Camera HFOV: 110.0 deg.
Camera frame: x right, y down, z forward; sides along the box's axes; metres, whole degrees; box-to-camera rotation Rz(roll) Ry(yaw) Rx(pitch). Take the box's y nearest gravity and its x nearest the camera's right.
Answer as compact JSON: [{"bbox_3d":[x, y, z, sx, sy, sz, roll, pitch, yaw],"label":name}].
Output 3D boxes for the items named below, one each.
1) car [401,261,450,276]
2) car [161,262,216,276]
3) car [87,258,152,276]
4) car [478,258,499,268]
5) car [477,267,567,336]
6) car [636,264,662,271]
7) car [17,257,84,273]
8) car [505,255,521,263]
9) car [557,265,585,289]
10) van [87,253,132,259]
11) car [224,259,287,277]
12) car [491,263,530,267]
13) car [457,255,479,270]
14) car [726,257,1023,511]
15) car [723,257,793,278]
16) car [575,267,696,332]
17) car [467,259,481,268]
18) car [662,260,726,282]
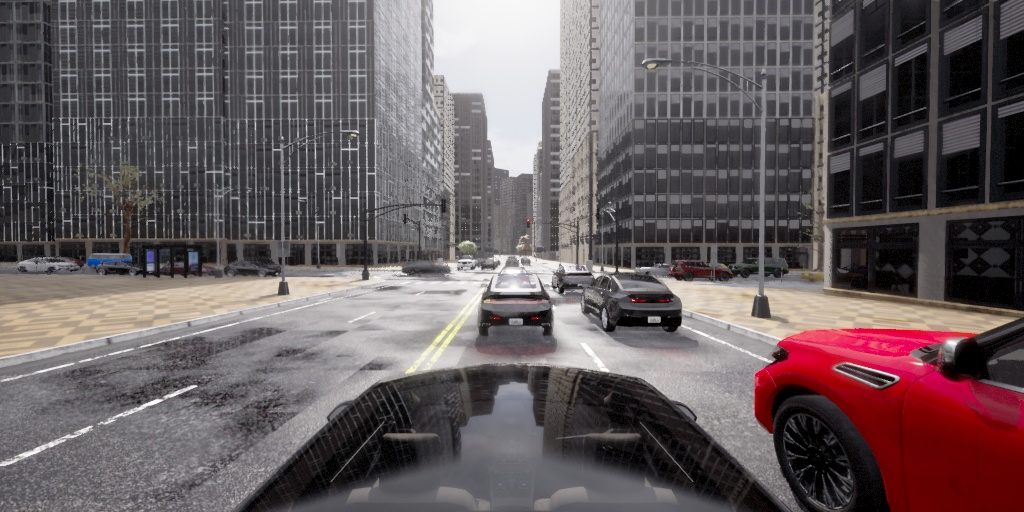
[{"bbox_3d":[-8.418,1.198,35.159,4.674,1.442,1.812,0,1,-15],"label":"car"},{"bbox_3d":[-28.437,1.138,31.578,4.207,1.307,1.802,0,0,1],"label":"car"},{"bbox_3d":[-34.117,1.069,31.747,4.313,1.339,1.948,0,0,1],"label":"car"},{"bbox_3d":[-3.375,1.192,52.127,1.882,1.535,5.008,0,0,0],"label":"car"},{"bbox_3d":[0.093,1.238,10.352,2.128,1.511,4.902,0,0,0],"label":"car"},{"bbox_3d":[15.074,1.452,36.730,4.718,1.301,1.895,0,1,0],"label":"car"},{"bbox_3d":[-44.746,0.888,34.612,4.674,1.442,1.812,1,1,1],"label":"car"},{"bbox_3d":[0.036,1.059,57.973,2.097,1.767,4.553,0,0,0],"label":"car"},{"bbox_3d":[3.338,1.232,20.093,2.128,1.511,4.902,0,0,0],"label":"car"},{"bbox_3d":[-45.314,0.604,40.400,3.998,1.789,1.690,0,0,1],"label":"van"},{"bbox_3d":[-22.752,1.173,31.449,4.313,1.339,1.948,0,0,1],"label":"car"},{"bbox_3d":[0.087,1.288,20.087,2.033,1.411,5.357,0,0,0],"label":"car"},{"bbox_3d":[-6.625,0.935,52.576,2.150,2.045,5.566,0,0,0],"label":"car"},{"bbox_3d":[3.348,0.972,0.981,2.150,2.045,5.566,0,0,0],"label":"car"},{"bbox_3d":[24.979,1.159,36.575,5.566,2.045,2.150,1,1,1],"label":"car"},{"bbox_3d":[3.342,1.251,10.845,1.837,1.490,4.892,0,0,0],"label":"car"},{"bbox_3d":[-6.609,1.266,62.616,1.994,1.385,4.181,0,0,0],"label":"car"},{"bbox_3d":[16.173,1.269,30.948,5.009,1.841,2.192,0,0,1],"label":"car"}]
